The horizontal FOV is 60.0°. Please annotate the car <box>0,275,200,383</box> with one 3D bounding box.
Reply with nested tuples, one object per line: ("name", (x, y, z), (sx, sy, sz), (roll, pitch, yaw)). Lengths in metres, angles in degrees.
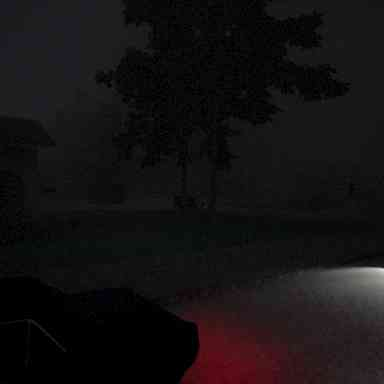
("car", (-2.329, 1.600, 2.935), (4.718, 1.301, 1.895), (0, 0, -35))
